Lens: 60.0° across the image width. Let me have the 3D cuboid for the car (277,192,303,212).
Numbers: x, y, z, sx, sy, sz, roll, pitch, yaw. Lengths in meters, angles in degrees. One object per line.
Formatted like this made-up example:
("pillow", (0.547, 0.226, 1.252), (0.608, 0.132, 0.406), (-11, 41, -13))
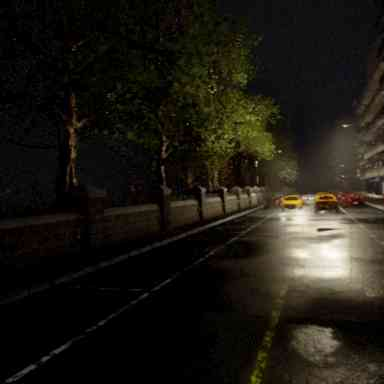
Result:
("car", (10.340, 1.119, 34.360), (1.882, 1.535, 5.008), (-4, -1, 21))

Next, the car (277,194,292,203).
("car", (15.960, 1.044, 56.994), (2.008, 1.369, 4.403), (-4, -1, 20))

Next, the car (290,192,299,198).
("car", (25.708, 0.665, 83.221), (1.752, 1.417, 4.829), (-4, -1, 20))

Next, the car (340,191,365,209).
("car", (15.953, 0.837, 32.966), (1.887, 1.381, 4.507), (-4, -1, 20))

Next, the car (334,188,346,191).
("car", (19.869, 0.584, 43.521), (1.967, 1.590, 4.097), (-4, -1, 20))

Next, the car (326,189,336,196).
("car", (33.666, 0.164, 80.620), (1.752, 1.417, 4.829), (-4, -1, 20))

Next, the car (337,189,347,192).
("car", (17.914, 0.763, 38.244), (1.887, 1.381, 4.507), (-4, -1, 20))

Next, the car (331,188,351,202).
("car", (21.823, 0.386, 48.799), (2.192, 1.841, 5.009), (-4, -1, 20))

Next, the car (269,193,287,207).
("car", (12.029, 1.081, 46.441), (1.967, 1.590, 4.097), (-4, -1, 20))

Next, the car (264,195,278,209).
("car", (10.069, 1.155, 41.165), (1.967, 1.590, 4.097), (-4, -1, 20))

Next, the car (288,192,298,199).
("car", (23.807, 0.757, 78.102), (2.008, 1.369, 4.403), (-4, -1, 20))

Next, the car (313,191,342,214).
("car", (11.761, 0.992, 29.217), (1.882, 1.535, 5.008), (-4, 0, 21))

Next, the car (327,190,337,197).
("car", (31.647, 0.276, 75.182), (1.947, 1.339, 4.313), (-4, -1, 20))

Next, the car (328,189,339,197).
("car", (29.677, 0.220, 69.906), (1.967, 1.590, 4.097), (-4, -1, 20))

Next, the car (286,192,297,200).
("car", (21.784, 0.804, 72.666), (1.752, 1.417, 4.829), (-4, -1, 20))

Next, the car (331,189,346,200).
("car", (23.793, 0.437, 54.075), (1.967, 1.590, 4.097), (-4, -1, 20))
